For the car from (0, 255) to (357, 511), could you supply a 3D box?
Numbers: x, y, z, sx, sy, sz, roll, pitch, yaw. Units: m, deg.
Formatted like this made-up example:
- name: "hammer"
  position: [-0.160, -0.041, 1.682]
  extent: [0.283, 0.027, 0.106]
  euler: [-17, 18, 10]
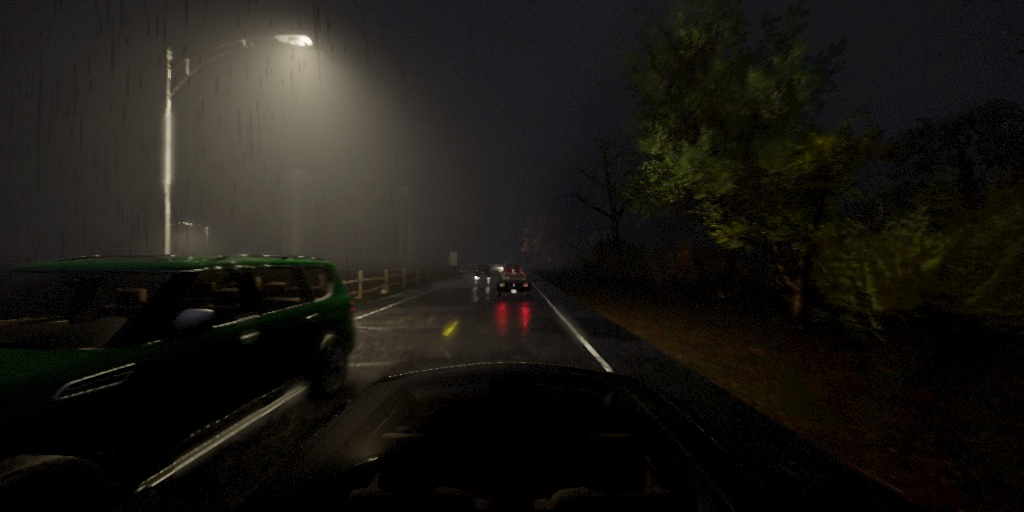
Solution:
- name: "car"
  position: [-3.601, 0.997, 3.623]
  extent: [2.150, 2.045, 5.566]
  euler: [0, -1, 0]

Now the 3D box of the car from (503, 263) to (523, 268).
- name: "car"
  position: [0.095, 1.526, 38.343]
  extent: [2.097, 1.767, 4.553]
  euler: [0, -1, 0]

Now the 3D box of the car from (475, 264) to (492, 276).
- name: "car"
  position: [-3.554, 1.763, 45.314]
  extent: [1.837, 1.490, 4.892]
  euler: [0, -1, 0]

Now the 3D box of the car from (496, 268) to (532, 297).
- name: "car"
  position: [0.096, 1.572, 20.747]
  extent: [1.895, 1.301, 4.718]
  euler: [0, -1, 0]
